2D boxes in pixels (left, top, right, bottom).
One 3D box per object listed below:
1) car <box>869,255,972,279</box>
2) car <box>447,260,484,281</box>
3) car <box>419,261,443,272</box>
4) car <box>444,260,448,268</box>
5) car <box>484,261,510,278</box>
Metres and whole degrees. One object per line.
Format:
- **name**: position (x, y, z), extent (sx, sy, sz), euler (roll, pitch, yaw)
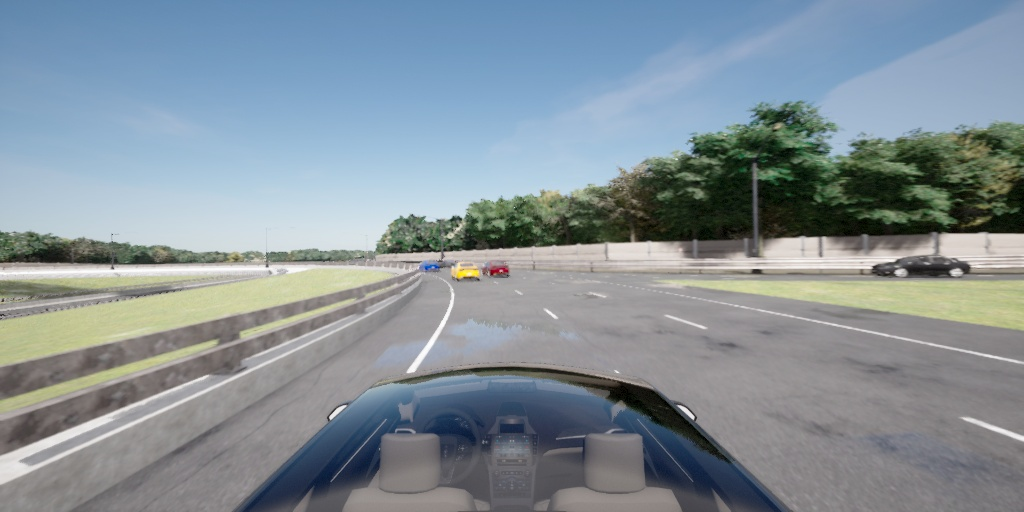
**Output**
- **car**: position (27.485, 0.724, 24.291), extent (4.892, 1.490, 1.837), euler (-1, 0, 15)
- **car**: position (-4.065, 1.268, 30.702), extent (1.882, 1.535, 5.008), euler (-1, 0, -16)
- **car**: position (-11.416, 1.381, 49.115), extent (1.882, 1.535, 5.008), euler (-1, 0, -26)
- **car**: position (-11.251, 1.430, 62.905), extent (2.033, 1.411, 5.357), euler (-1, 0, -34)
- **car**: position (-1.715, 1.219, 34.891), extent (1.882, 1.535, 5.008), euler (-1, 0, -18)
